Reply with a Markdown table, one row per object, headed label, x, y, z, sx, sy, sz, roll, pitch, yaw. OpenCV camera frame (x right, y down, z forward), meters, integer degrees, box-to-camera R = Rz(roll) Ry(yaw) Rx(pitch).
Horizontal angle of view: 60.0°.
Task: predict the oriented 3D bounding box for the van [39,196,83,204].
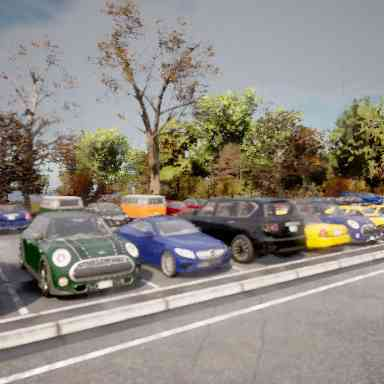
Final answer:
| label | x | y | z | sx | sy | sz | roll | pitch | yaw |
| --- | --- | --- | --- | --- | --- | --- | --- | --- | --- |
| van | -8.231 | 1.236 | 20.737 | 1.878 | 1.987 | 4.442 | 0 | 0 | -36 |

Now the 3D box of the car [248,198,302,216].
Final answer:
| label | x | y | z | sx | sy | sz | roll | pitch | yaw |
| --- | --- | --- | --- | --- | --- | --- | --- | --- | --- |
| car | 7.905 | 1.394 | 32.154 | 2.163 | 1.488 | 4.792 | 0 | 0 | -36 |

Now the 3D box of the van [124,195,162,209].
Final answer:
| label | x | y | z | sx | sy | sz | roll | pitch | yaw |
| --- | --- | --- | --- | --- | --- | --- | --- | --- | --- |
| van | -3.632 | 1.208 | 24.018 | 1.878 | 1.987 | 4.442 | 0 | 0 | -36 |

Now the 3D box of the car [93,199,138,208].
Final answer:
| label | x | y | z | sx | sy | sz | roll | pitch | yaw |
| --- | --- | --- | --- | --- | --- | --- | --- | --- | --- |
| car | -5.867 | 1.449 | 22.288 | 2.231 | 1.521 | 4.892 | 0 | 0 | -36 |

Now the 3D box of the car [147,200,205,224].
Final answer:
| label | x | y | z | sx | sy | sz | roll | pitch | yaw |
| --- | --- | --- | --- | --- | --- | --- | --- | --- | --- |
| car | -1.372 | 1.420 | 25.497 | 2.097 | 1.535 | 5.008 | 0 | 0 | -36 |

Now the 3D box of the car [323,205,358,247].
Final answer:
| label | x | y | z | sx | sy | sz | roll | pitch | yaw |
| --- | --- | --- | --- | --- | --- | --- | --- | --- | --- |
| car | 3.685 | 1.431 | 13.885 | 1.946 | 1.575 | 5.366 | 0 | 0 | -36 |

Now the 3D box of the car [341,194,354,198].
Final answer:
| label | x | y | z | sx | sy | sz | roll | pitch | yaw |
| --- | --- | --- | --- | --- | --- | --- | --- | --- | --- |
| car | 14.817 | 1.324 | 37.052 | 2.231 | 1.521 | 4.892 | 0 | 0 | -36 |

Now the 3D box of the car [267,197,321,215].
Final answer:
| label | x | y | z | sx | sy | sz | roll | pitch | yaw |
| --- | --- | --- | --- | --- | --- | --- | --- | --- | --- |
| car | 10.222 | 1.351 | 33.768 | 2.097 | 1.535 | 5.008 | 0 | 0 | -36 |

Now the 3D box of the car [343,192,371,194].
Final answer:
| label | x | y | z | sx | sy | sz | roll | pitch | yaw |
| --- | --- | --- | --- | --- | --- | --- | --- | --- | --- |
| car | 21.619 | 1.026 | 41.887 | 2.435 | 2.045 | 5.566 | 0 | 0 | -36 |

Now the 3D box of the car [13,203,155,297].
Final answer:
| label | x | y | z | sx | sy | sz | roll | pitch | yaw |
| --- | --- | --- | --- | --- | --- | --- | --- | --- | --- |
| car | -3.124 | 1.350 | 8.832 | 2.185 | 1.767 | 4.553 | 0 | 0 | -36 |

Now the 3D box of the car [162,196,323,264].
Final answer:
| label | x | y | z | sx | sy | sz | roll | pitch | yaw |
| --- | --- | --- | --- | --- | --- | --- | --- | --- | --- |
| car | 1.476 | 1.196 | 12.114 | 2.435 | 2.045 | 5.566 | 0 | 0 | -36 |

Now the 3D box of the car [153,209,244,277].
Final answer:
| label | x | y | z | sx | sy | sz | roll | pitch | yaw |
| --- | --- | --- | --- | --- | --- | --- | --- | --- | --- |
| car | -0.807 | 1.501 | 10.451 | 2.002 | 1.452 | 4.674 | 0 | 0 | -36 |

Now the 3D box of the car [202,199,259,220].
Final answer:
| label | x | y | z | sx | sy | sz | roll | pitch | yaw |
| --- | --- | --- | --- | --- | --- | --- | --- | --- | --- |
| car | 3.229 | 1.393 | 28.771 | 2.097 | 1.535 | 5.008 | 0 | 0 | -36 |

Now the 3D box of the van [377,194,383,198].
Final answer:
| label | x | y | z | sx | sy | sz | roll | pitch | yaw |
| --- | --- | --- | --- | --- | --- | --- | --- | --- | --- |
| van | 15.220 | 1.139 | 22.041 | 1.878 | 1.987 | 4.442 | 0 | 0 | -36 |

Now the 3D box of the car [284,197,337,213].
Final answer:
| label | x | y | z | sx | sy | sz | roll | pitch | yaw |
| --- | --- | --- | --- | --- | --- | --- | --- | --- | --- |
| car | 12.520 | 1.337 | 35.409 | 2.097 | 1.535 | 5.008 | 0 | 0 | -36 |

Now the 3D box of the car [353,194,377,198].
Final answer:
| label | x | y | z | sx | sy | sz | roll | pitch | yaw |
| --- | --- | --- | --- | --- | --- | --- | --- | --- | --- |
| car | 19.403 | 1.294 | 40.346 | 2.231 | 1.521 | 4.892 | 0 | 0 | -36 |

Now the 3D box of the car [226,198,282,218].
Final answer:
| label | x | y | z | sx | sy | sz | roll | pitch | yaw |
| --- | --- | --- | --- | --- | --- | --- | --- | --- | --- |
| car | 5.520 | 1.379 | 30.420 | 2.097 | 1.535 | 5.008 | 0 | 0 | -36 |

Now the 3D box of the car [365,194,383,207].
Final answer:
| label | x | y | z | sx | sy | sz | roll | pitch | yaw |
| --- | --- | --- | --- | --- | --- | --- | --- | --- | --- |
| car | 26.343 | 1.107 | 45.219 | 2.185 | 1.767 | 4.553 | 0 | 0 | -36 |

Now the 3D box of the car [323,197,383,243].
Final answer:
| label | x | y | z | sx | sy | sz | roll | pitch | yaw |
| --- | --- | --- | --- | --- | --- | --- | --- | --- | --- |
| car | 6.073 | 1.294 | 15.402 | 2.185 | 1.767 | 4.553 | 0 | 0 | -36 |

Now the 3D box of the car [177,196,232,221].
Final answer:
| label | x | y | z | sx | sy | sz | roll | pitch | yaw |
| --- | --- | --- | --- | --- | --- | --- | --- | --- | --- |
| car | 0.910 | 1.281 | 27.159 | 2.185 | 1.767 | 4.553 | 0 | 0 | -36 |

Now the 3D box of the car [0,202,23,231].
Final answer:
| label | x | y | z | sx | sy | sz | roll | pitch | yaw |
| --- | --- | --- | --- | --- | --- | --- | --- | --- | --- |
| car | -10.543 | 1.350 | 18.903 | 2.185 | 1.767 | 4.553 | 0 | 0 | -36 |
